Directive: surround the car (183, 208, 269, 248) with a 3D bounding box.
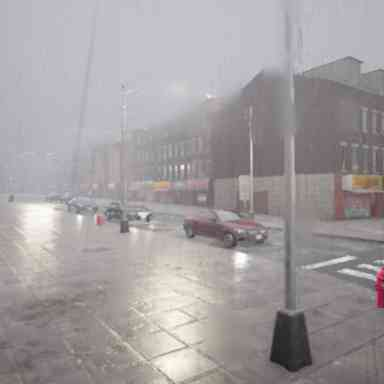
[{"bbox_3d":[1.326,1.456,14.905,1.812,1.442,4.674,-1,1,-34],"label":"car"}]

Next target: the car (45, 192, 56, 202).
[{"bbox_3d":[-21.965,0.833,52.814,1.837,1.490,4.892,-1,1,-36],"label":"car"}]

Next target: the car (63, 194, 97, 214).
[{"bbox_3d":[-10.359,1.183,31.365,1.812,1.442,4.674,-1,1,-35],"label":"car"}]

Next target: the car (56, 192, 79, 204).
[{"bbox_3d":[-16.274,0.790,44.788,2.097,1.767,4.553,-1,1,-35],"label":"car"}]

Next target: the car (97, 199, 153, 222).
[{"bbox_3d":[-4.485,1.287,23.077,2.128,1.511,4.902,-1,1,-35],"label":"car"}]
